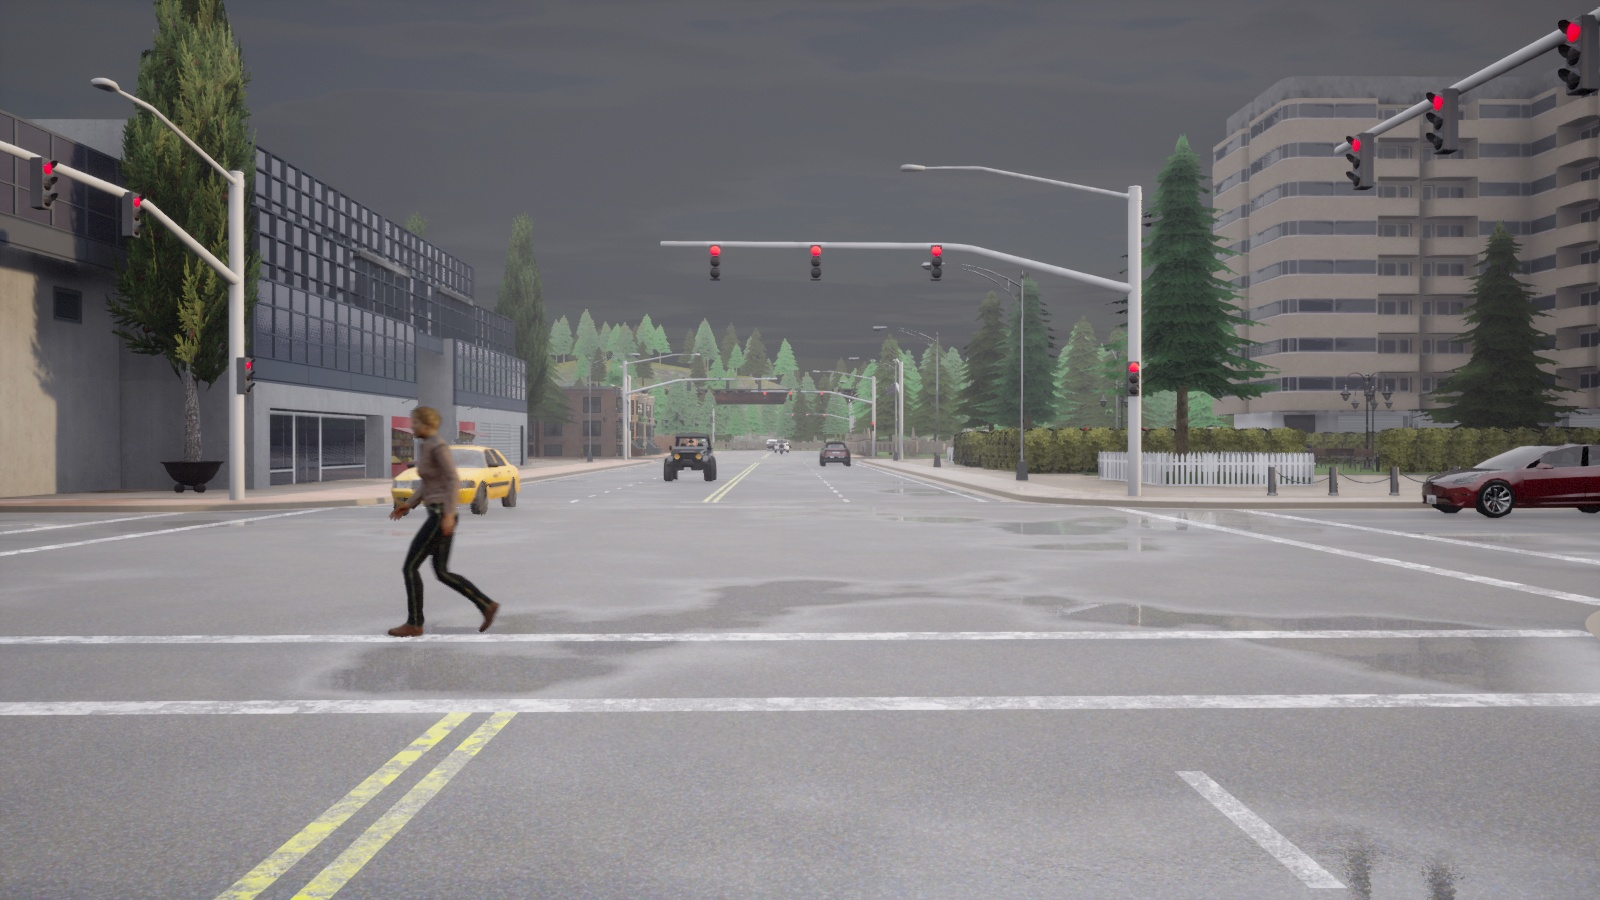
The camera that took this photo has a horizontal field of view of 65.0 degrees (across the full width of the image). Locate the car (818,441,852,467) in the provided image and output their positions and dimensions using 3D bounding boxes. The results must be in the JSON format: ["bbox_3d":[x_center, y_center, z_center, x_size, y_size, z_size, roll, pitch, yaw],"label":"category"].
[{"bbox_3d":[2.245,0.218,81.635,2.033,1.649,4.856,0,0,-1],"label":"car"}]

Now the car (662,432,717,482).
[{"bbox_3d":[-4.309,0.260,49.494,1.905,1.878,3.866,0,0,-1],"label":"car"}]

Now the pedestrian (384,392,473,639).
[{"bbox_3d":[-2.843,0.488,9.633,0.634,1.846,0.331,0,0,-13],"label":"pedestrian"}]

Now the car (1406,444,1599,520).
[{"bbox_3d":[15.302,0.614,25.652,4.792,1.488,2.163,0,0,-1],"label":"car"}]

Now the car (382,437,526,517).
[{"bbox_3d":[-7.443,0.524,27.603,1.801,1.575,5.366,0,0,-1],"label":"car"}]

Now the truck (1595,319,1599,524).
[{"bbox_3d":[19.204,-0.528,22.210,8.468,3.827,2.891,0,0,-1],"label":"truck"}]
